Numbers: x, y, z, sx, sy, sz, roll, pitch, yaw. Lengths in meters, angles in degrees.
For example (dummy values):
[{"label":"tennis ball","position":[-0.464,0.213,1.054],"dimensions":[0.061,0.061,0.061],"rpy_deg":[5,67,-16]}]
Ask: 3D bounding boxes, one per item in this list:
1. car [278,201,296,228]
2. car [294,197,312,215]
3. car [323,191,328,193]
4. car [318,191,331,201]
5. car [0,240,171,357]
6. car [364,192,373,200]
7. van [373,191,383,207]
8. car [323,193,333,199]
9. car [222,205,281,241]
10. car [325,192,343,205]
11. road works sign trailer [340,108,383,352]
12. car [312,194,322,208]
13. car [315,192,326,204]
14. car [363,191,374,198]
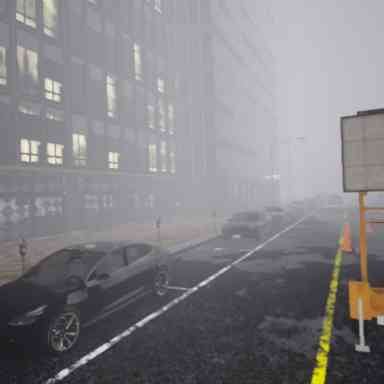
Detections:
[{"label":"car","position":[5.339,1.515,21.913],"dimensions":[1.887,1.381,4.507],"rpy_deg":[-3,-1,25]},{"label":"car","position":[10.217,1.448,32.210],"dimensions":[1.802,1.307,4.206],"rpy_deg":[-3,-1,25]},{"label":"car","position":[22.397,0.908,57.954],"dimensions":[2.192,1.841,5.009],"rpy_deg":[-3,-1,25]},{"label":"car","position":[27.274,0.794,68.252],"dimensions":[2.192,1.841,5.009],"rpy_deg":[-3,-1,25]},{"label":"car","position":[-1.974,1.690,6.467],"dimensions":[1.947,1.339,4.313],"rpy_deg":[-3,-1,25]},{"label":"car","position":[34.850,0.722,64.662],"dimensions":[2.008,1.369,4.403],"rpy_deg":[-3,-1,25]},{"label":"van","position":[22.651,0.792,38.922],"dimensions":[1.690,1.788,3.998],"rpy_deg":[-3,-1,25]},{"label":"car","position":[32.161,0.945,78.548],"dimensions":[1.802,1.307,4.206],"rpy_deg":[-3,-1,25]},{"label":"car","position":[2.902,1.587,16.764],"dimensions":[1.947,1.339,4.313],"rpy_deg":[-3,-1,25]},{"label":"car","position":[20.507,1.119,47.654],"dimensions":[1.812,1.442,4.674],"rpy_deg":[-2,0,25]},{"label":"road works sign trailer","position":[3.804,0.365,5.468],"dimensions":[2.380,3.560,2.880],"rpy_deg":[-2,0,25]},{"label":"car","position":[15.093,1.341,42.507],"dimensions":[1.802,1.307,4.206],"rpy_deg":[-3,-1,25]},{"label":"car","position":[19.970,1.215,52.804],"dimensions":[1.947,1.339,4.313],"rpy_deg":[-3,-1,25]},{"label":"car","position":[39.727,0.606,74.960],"dimensions":[2.008,1.369,4.403],"rpy_deg":[-3,0,25]}]
